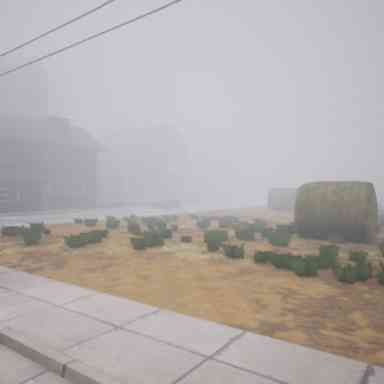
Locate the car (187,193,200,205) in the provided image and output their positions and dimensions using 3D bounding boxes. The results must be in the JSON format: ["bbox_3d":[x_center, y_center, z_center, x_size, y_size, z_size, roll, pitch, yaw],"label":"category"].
[{"bbox_3d":[0.320,1.172,58.003,1.905,1.878,3.866,6,1,-8],"label":"car"}]

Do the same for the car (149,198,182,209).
[{"bbox_3d":[-3.515,1.568,45.261,2.033,1.411,5.357,0,0,35],"label":"car"}]
